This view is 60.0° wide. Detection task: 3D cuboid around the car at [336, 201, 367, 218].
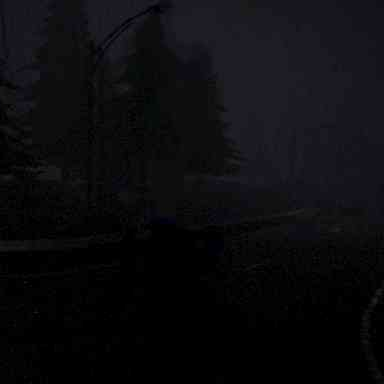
[{"bbox_3d":[15.284,1.576,31.842,1.882,1.535,5.008,1,1,38],"label":"car"}]
